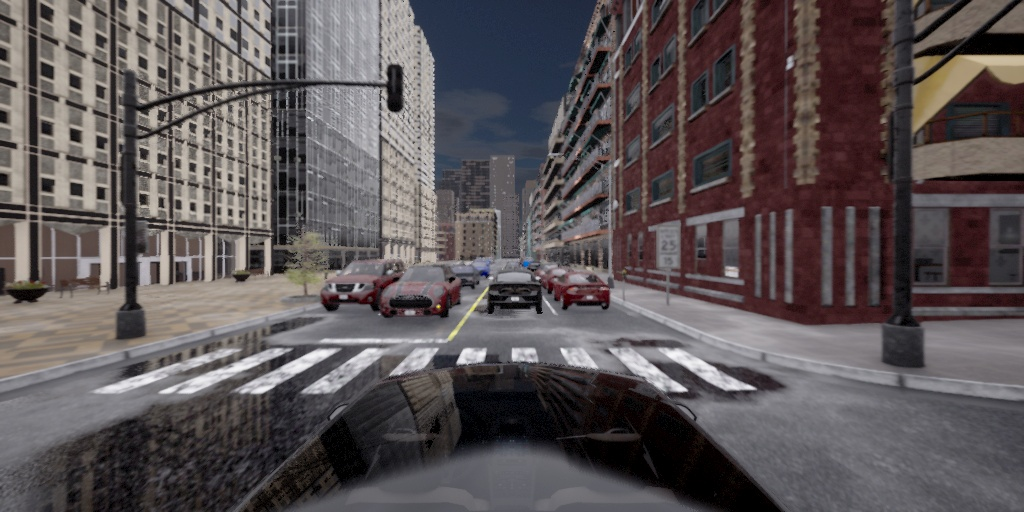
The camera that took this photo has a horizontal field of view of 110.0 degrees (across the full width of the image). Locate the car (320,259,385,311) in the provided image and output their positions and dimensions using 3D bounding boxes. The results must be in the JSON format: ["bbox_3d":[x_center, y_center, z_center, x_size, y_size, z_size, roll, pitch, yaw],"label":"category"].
[{"bbox_3d":[-5.689,1.067,14.623,2.192,1.841,5.009,0,0,0],"label":"car"}]

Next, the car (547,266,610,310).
[{"bbox_3d":[2.691,1.298,14.621,1.888,1.381,4.507,0,0,0],"label":"car"}]

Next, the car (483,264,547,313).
[{"bbox_3d":[0.102,1.230,14.021,1.882,1.535,5.008,0,0,0],"label":"car"}]

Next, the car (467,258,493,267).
[{"bbox_3d":[-3.077,1.239,33.718,1.882,1.535,5.008,0,0,0],"label":"car"}]

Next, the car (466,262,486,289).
[{"bbox_3d":[-3.078,1.303,23.278,2.033,1.411,5.357,0,0,0],"label":"car"}]

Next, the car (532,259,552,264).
[{"bbox_3d":[2.693,1.197,25.676,1.967,1.591,4.097,0,0,0],"label":"car"}]

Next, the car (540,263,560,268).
[{"bbox_3d":[2.692,1.300,20.148,1.888,1.381,4.507,0,0,0],"label":"car"}]

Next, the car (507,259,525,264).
[{"bbox_3d":[0.106,1.315,41.040,2.033,1.411,5.357,0,0,0],"label":"car"}]

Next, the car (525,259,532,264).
[{"bbox_3d":[2.696,1.335,42.259,1.948,1.339,4.313,0,0,0],"label":"car"}]

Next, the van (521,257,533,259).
[{"bbox_3d":[2.701,1.127,58.841,1.690,1.789,3.998,0,0,0],"label":"van"}]

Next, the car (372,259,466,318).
[{"bbox_3d":[-3.068,1.104,12.950,2.097,1.767,4.553,0,0,-1],"label":"car"}]
